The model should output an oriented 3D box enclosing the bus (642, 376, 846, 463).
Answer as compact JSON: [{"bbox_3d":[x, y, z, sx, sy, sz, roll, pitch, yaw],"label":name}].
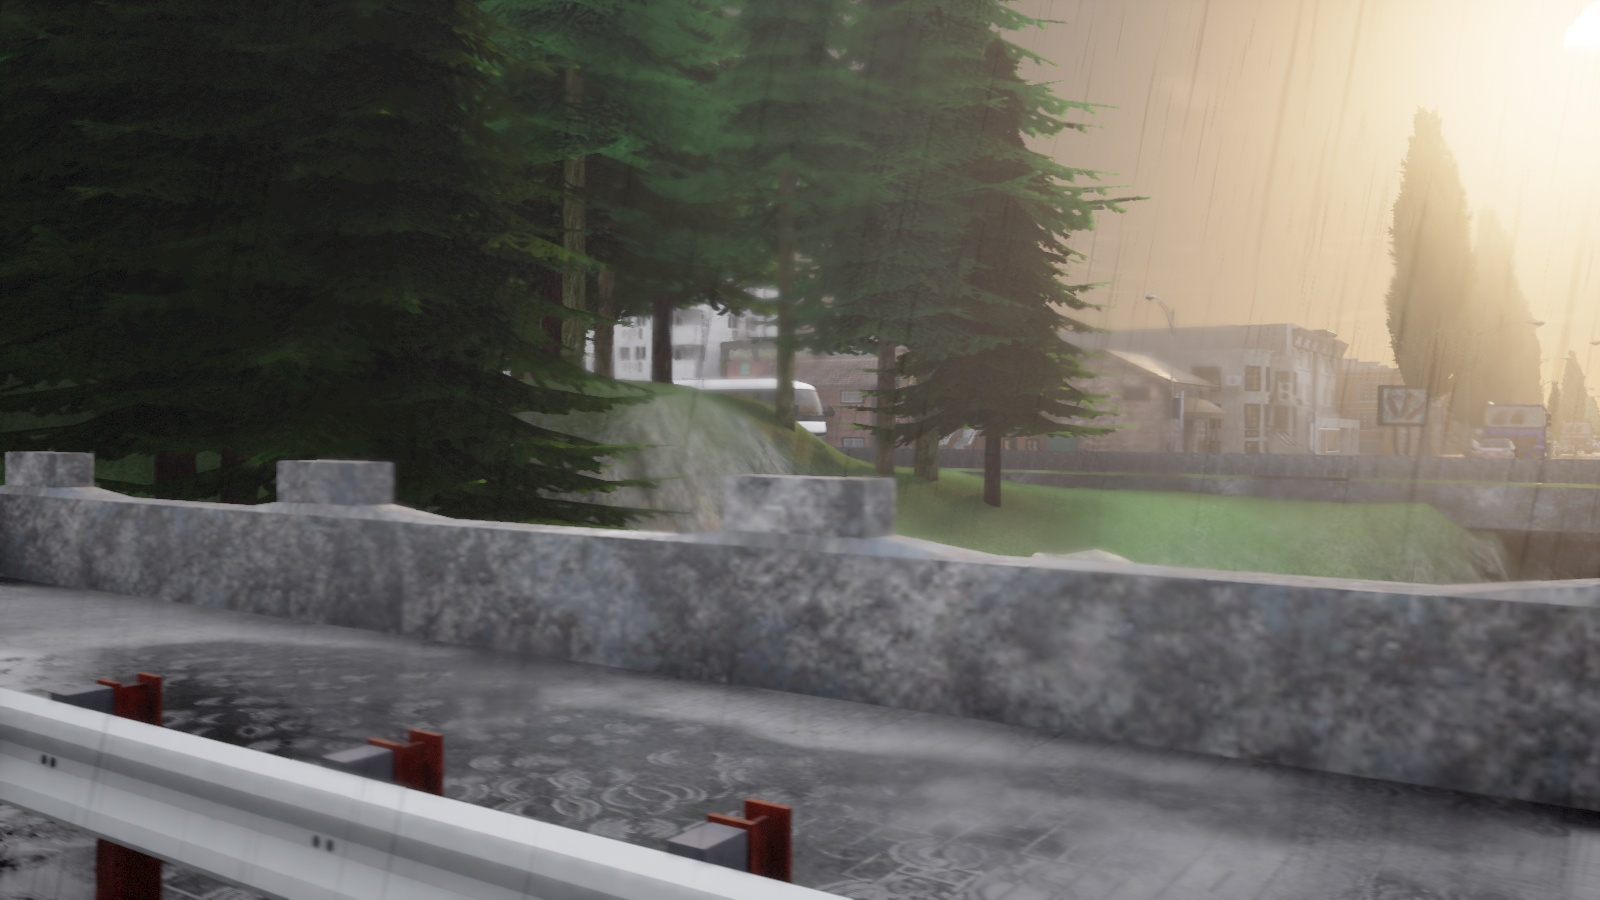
[{"bbox_3d":[-3.024,-1.515,65.709,10.273,4.253,3.944,0,1,34],"label":"bus"}]

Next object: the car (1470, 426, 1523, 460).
[{"bbox_3d":[32.076,-0.334,57.768,1.845,1.501,3.633,0,1,33],"label":"car"}]

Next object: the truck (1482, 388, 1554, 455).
[{"bbox_3d":[39.430,-1.547,68.830,2.891,3.462,7.936,0,1,34],"label":"truck"}]
